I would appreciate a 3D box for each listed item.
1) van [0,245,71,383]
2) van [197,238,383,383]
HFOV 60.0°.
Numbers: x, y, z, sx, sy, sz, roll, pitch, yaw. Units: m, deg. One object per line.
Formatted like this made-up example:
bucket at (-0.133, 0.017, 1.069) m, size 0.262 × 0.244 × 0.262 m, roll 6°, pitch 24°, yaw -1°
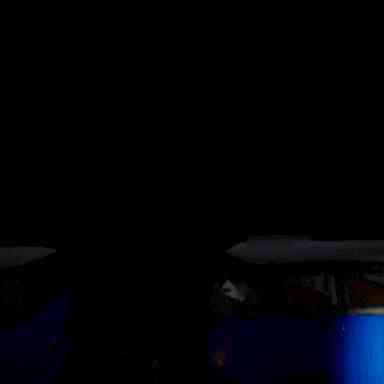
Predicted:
van at (-3.435, 1.526, 3.662) m, size 3.998 × 1.788 × 1.690 m, roll -1°, pitch -3°, yaw -3°
van at (2.140, 1.470, 4.000) m, size 3.998 × 1.788 × 1.690 m, roll -1°, pitch -3°, yaw -3°
